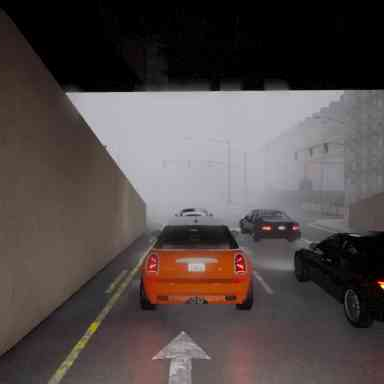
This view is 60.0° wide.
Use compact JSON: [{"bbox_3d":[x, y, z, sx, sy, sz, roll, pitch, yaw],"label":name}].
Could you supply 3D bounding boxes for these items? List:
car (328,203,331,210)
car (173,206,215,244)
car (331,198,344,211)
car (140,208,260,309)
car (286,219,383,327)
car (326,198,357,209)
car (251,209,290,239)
[{"bbox_3d":[17.527,1.453,38.861,2.038,1.542,4.974,0,0,45],"label":"car"},{"bbox_3d":[0.095,1.526,16.691,1.812,1.442,4.674,0,0,0],"label":"car"},{"bbox_3d":[17.424,1.453,34.254,2.038,1.542,4.974,0,0,-35],"label":"car"},{"bbox_3d":[0.087,1.352,8.013,2.097,1.767,4.553,0,0,0],"label":"car"},{"bbox_3d":[3.585,1.526,6.870,1.812,1.442,4.674,0,0,0],"label":"car"},{"bbox_3d":[17.563,1.295,38.898,1.853,1.218,4.536,0,0,45],"label":"car"},{"bbox_3d":[3.628,1.547,16.362,2.033,1.411,5.357,0,0,-3],"label":"car"}]
